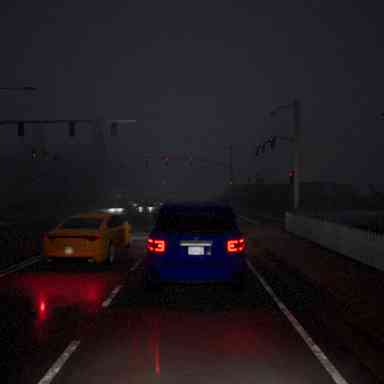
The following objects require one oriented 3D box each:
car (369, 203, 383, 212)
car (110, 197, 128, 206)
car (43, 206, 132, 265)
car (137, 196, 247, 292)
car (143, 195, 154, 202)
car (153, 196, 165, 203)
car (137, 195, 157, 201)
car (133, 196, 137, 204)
[{"bbox_3d":[22.429,1.546,36.367,5.357,1.411,2.033,0,0,-1],"label":"car"},{"bbox_3d":[-10.451,1.490,47.862,2.128,1.511,4.902,0,0,0],"label":"car"},{"bbox_3d":[-3.389,1.477,11.686,1.882,1.535,5.008,0,0,0],"label":"car"},{"bbox_3d":[0.089,1.221,9.061,2.150,2.045,5.566,0,0,0],"label":"car"},{"bbox_3d":[-10.266,1.473,79.096,1.882,1.535,5.008,0,0,0],"label":"car"},{"bbox_3d":[-6.802,1.546,68.805,2.033,1.411,5.357,0,0,0],"label":"car"},{"bbox_3d":[-6.927,1.525,51.648,1.812,1.442,4.674,0,0,0],"label":"car"},{"bbox_3d":[-10.323,1.349,66.140,2.097,1.767,4.553,0,0,1],"label":"car"}]
